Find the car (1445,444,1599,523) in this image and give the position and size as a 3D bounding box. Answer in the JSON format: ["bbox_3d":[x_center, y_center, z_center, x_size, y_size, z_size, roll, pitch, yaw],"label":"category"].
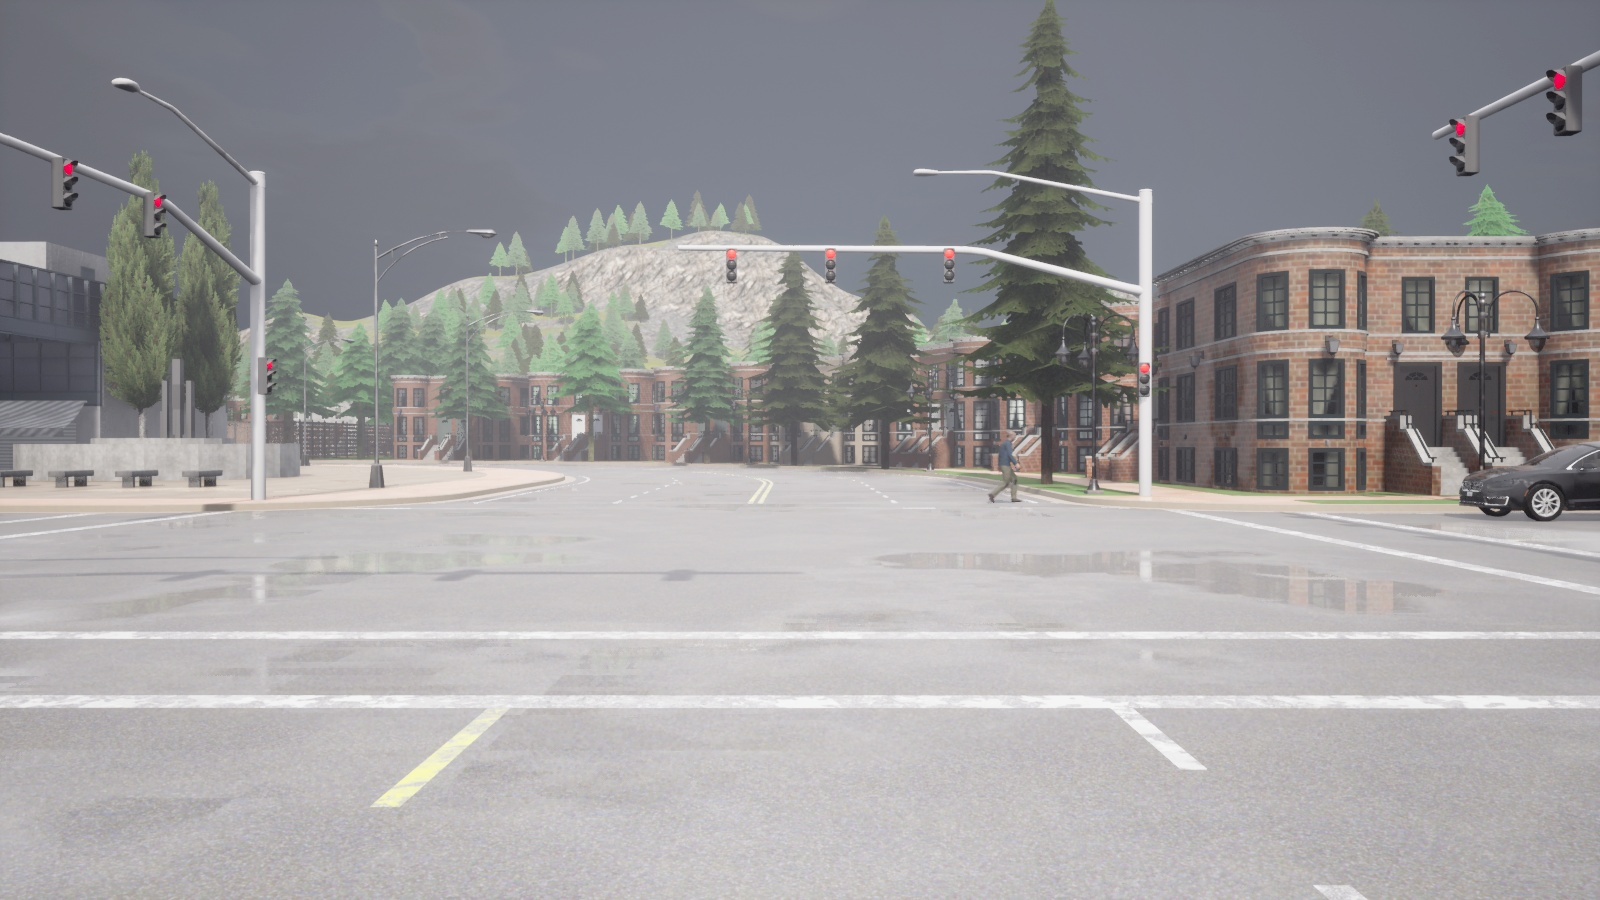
[{"bbox_3d":[15.464,0.626,24.434,4.892,1.490,1.837,0,0,0],"label":"car"}]

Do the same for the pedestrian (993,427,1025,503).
[{"bbox_3d":[5.073,0.367,30.537,0.726,1.842,0.402,0,0,2],"label":"pedestrian"}]
